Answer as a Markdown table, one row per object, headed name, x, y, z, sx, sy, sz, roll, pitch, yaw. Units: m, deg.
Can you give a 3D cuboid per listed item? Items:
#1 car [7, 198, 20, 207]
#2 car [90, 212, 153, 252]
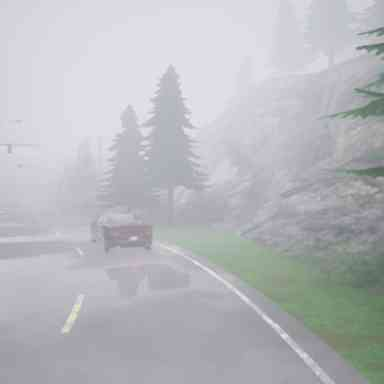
| name | x | y | z | sx | sy | sz | roll | pitch | yaw |
| --- | --- | --- | --- | --- | --- | --- | --- | --- | --- |
| car | -34.399 | 2.028 | 64.049 | 2.097 | 1.767 | 4.553 | 0 | -1 | -29 |
| car | -3.269 | 1.623 | 14.817 | 1.882 | 1.535 | 5.008 | 0 | 0 | -26 |
